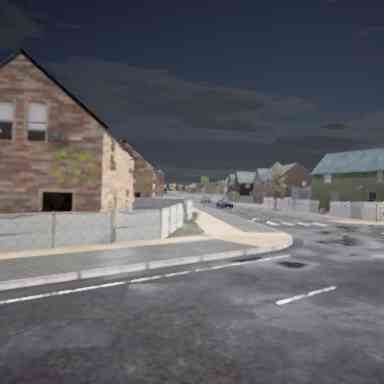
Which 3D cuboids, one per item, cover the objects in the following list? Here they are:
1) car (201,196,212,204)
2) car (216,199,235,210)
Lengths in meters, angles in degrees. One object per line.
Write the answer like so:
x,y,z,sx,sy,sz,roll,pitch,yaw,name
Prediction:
2.791,1.558,65.849,1.837,1.490,4.892,1,0,-4,car
4.407,1.650,44.318,1.895,1.301,4.718,1,0,-4,car
